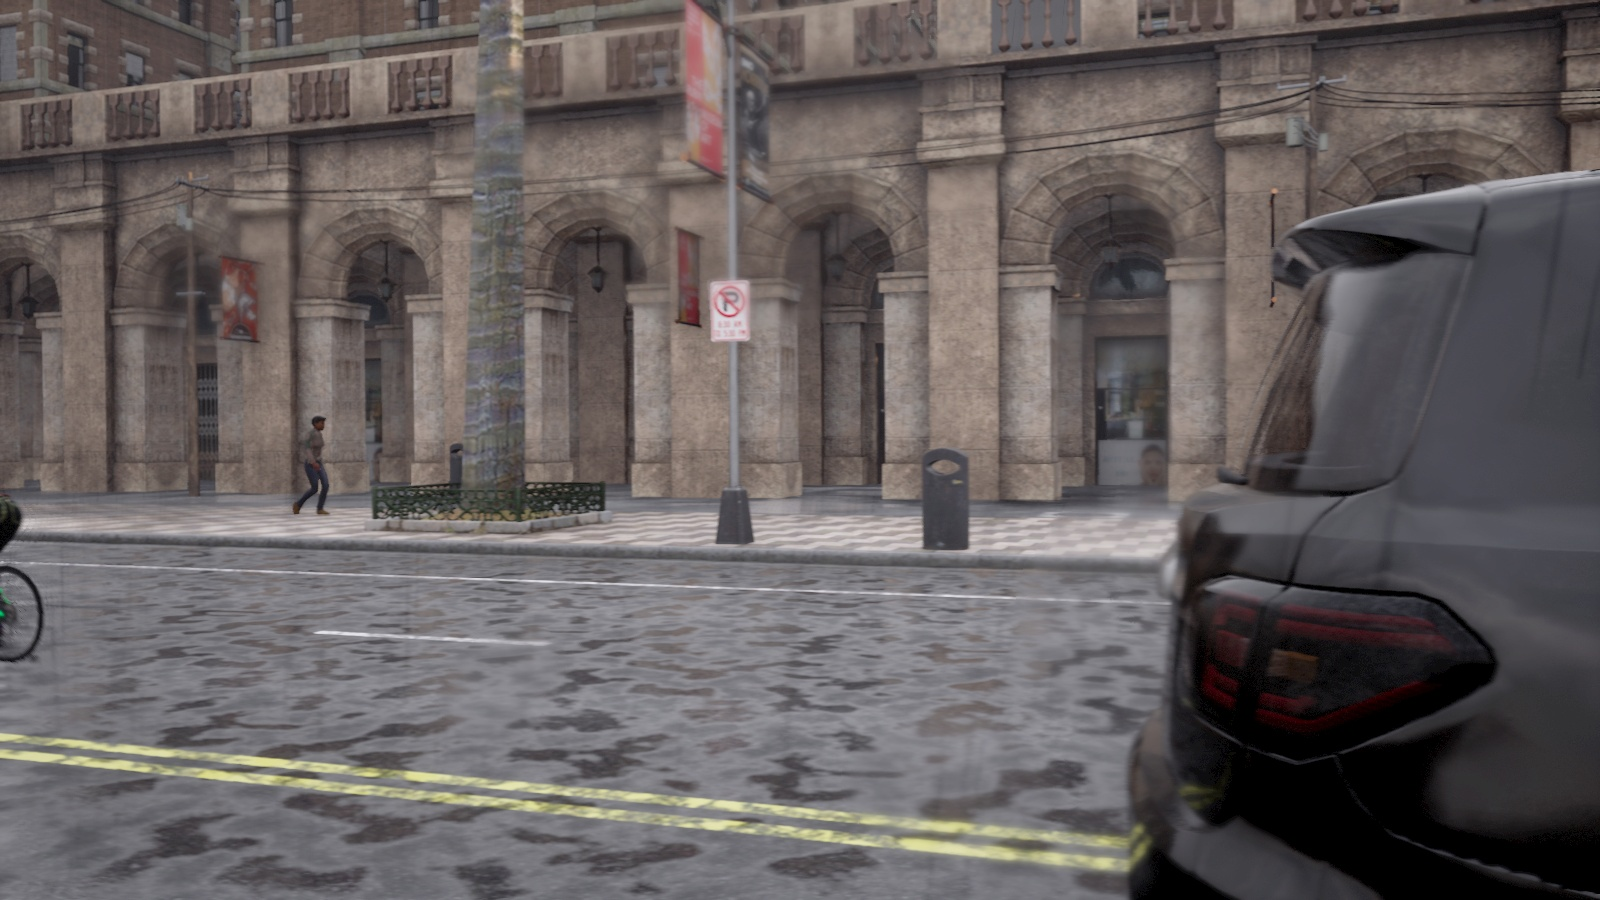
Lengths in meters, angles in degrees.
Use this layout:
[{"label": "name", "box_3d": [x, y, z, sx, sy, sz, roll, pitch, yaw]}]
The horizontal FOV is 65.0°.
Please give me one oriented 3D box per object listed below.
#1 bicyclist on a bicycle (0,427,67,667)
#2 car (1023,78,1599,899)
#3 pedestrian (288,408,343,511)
[{"label": "bicyclist on a bicycle", "box_3d": [-6.120, 0.652, 8.951, 1.656, 1.620, 0.582, 0, 1, 19]}, {"label": "car", "box_3d": [3.327, 0.517, 2.071, 5.566, 2.045, 2.150, 0, 1, 19]}, {"label": "pedestrian", "box_3d": [-8.560, 0.163, 22.194, 0.869, 1.805, 0.328, 0, 1, 15]}]
